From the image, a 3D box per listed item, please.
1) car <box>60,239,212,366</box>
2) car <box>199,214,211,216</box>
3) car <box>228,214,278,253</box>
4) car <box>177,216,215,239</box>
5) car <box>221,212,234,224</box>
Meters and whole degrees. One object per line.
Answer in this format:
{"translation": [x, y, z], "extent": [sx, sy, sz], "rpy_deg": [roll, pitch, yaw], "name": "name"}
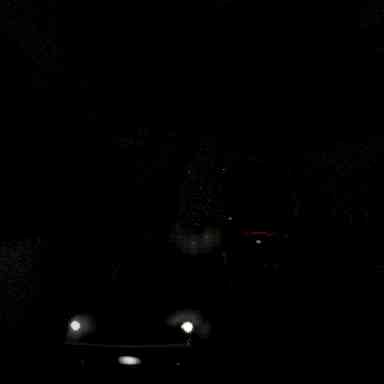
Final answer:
{"translation": [-0.616, 1.860, 6.331], "extent": [1.895, 1.301, 4.718], "rpy_deg": [-1, -2, 4], "name": "car"}
{"translation": [1.356, 3.001, 34.859], "extent": [1.994, 1.385, 4.181], "rpy_deg": [-1, -2, 4], "name": "car"}
{"translation": [3.064, 2.115, 16.951], "extent": [1.882, 1.535, 5.008], "rpy_deg": [-1, -2, 4], "name": "car"}
{"translation": [0.252, 2.315, 19.065], "extent": [2.033, 1.411, 5.357], "rpy_deg": [-1, -2, 3], "name": "car"}
{"translation": [4.795, 3.285, 42.404], "extent": [1.994, 1.385, 4.181], "rpy_deg": [-1, -3, 4], "name": "car"}
